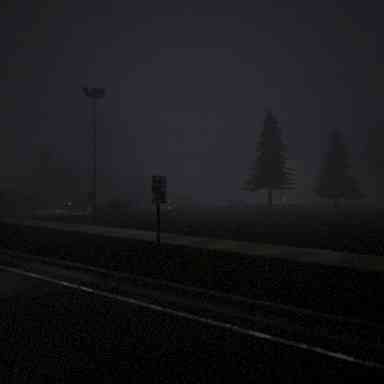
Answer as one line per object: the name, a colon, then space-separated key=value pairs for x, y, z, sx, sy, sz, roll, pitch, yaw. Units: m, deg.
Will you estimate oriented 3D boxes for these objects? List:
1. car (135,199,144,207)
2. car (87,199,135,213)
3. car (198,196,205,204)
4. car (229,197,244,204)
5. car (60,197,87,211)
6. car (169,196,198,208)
car: x=-9.607 y=1.720 z=52.427 sx=1.994 sy=1.385 sz=4.181 roll=0 pitch=0 yaw=35
car: x=-9.666 y=1.606 z=40.118 sx=1.882 sy=1.535 sz=5.008 roll=0 pitch=0 yaw=35
car: x=0.724 y=1.665 z=67.087 sx=1.837 sy=1.490 sz=4.892 roll=0 pitch=-1 yaw=35
car: x=8.647 y=1.710 z=66.190 sx=1.994 sy=1.385 sz=4.181 roll=0 pitch=0 yaw=35
car: x=-15.215 y=1.509 z=44.393 sx=2.097 sy=1.767 sz=4.553 roll=0 pitch=0 yaw=35
car: x=-1.579 y=1.483 z=51.698 sx=2.097 sy=1.767 sz=4.553 roll=0 pitch=0 yaw=35
